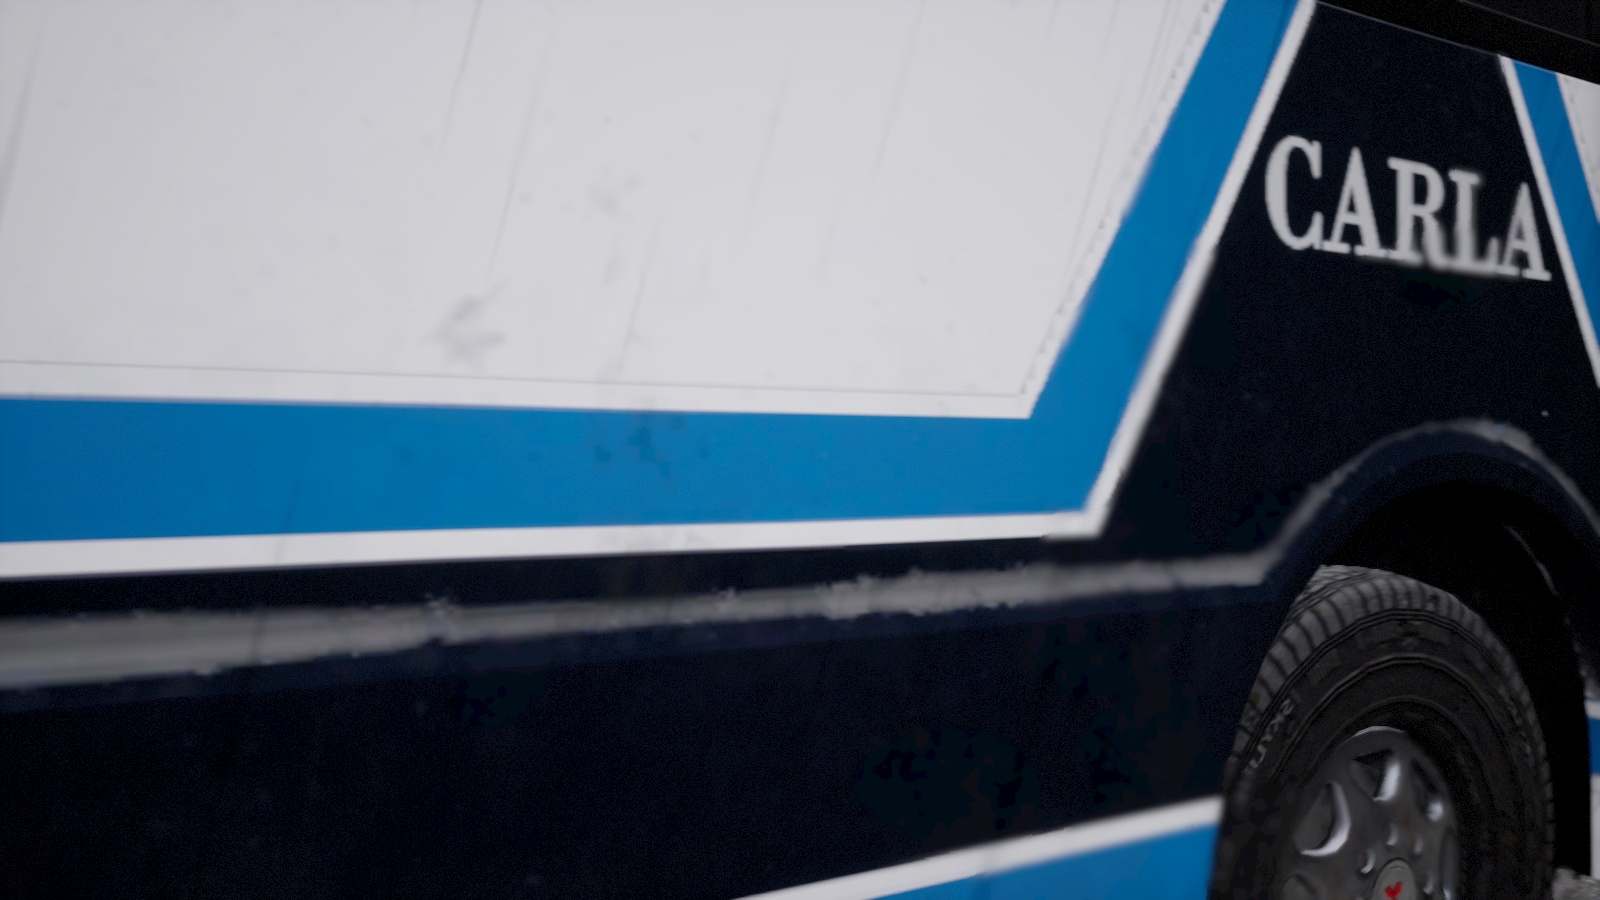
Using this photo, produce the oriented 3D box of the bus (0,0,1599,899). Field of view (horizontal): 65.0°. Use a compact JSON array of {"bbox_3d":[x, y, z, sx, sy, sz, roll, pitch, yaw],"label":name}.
[{"bbox_3d":[2.649,-0.623,5.104,10.273,4.253,3.944,0,0,-32],"label":"bus"}]
